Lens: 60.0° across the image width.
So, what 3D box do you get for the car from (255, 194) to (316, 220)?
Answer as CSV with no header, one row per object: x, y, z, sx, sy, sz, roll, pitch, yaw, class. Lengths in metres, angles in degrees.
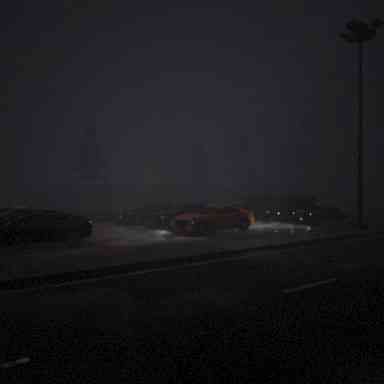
8.324,1.234,28.183,5.566,2.045,2.150,0,0,-35,car

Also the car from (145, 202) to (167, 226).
-0.275,1.478,22.136,5.008,1.535,1.882,0,0,-35,car

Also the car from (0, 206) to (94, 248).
-6.497,1.484,13.472,4.902,1.511,2.128,0,0,-35,car

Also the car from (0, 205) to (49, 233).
-10.838,1.511,18.969,4.674,1.442,1.812,0,0,-35,car

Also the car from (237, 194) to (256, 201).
5.556,1.231,30.520,5.566,2.045,2.150,0,0,-35,car

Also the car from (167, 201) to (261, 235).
1.345,1.480,18.997,5.008,1.535,1.882,0,0,-35,car

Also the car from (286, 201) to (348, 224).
9.525,1.615,24.753,4.718,1.301,1.895,0,0,-35,car

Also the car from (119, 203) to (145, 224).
-2.954,1.488,24.530,4.902,1.511,2.128,0,0,-35,car
